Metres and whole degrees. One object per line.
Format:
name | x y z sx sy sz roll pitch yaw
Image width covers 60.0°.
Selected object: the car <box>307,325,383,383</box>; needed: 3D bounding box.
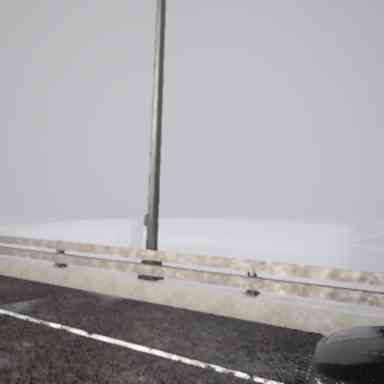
car | 3.509 1.807 2.701 4.892 1.490 1.837 0 -4 27
